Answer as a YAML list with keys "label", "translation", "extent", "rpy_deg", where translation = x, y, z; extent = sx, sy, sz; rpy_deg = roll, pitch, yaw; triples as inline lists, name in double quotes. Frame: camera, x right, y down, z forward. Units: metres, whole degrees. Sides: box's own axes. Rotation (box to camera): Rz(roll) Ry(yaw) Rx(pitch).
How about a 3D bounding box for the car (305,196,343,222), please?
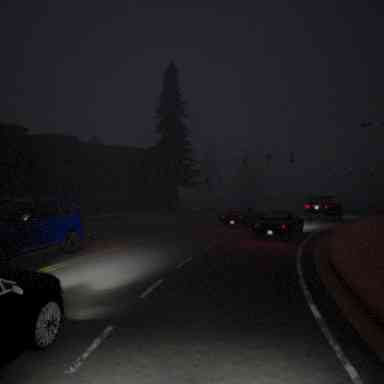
- label: "car"
  translation: [11.171, 1.331, 28.055]
  extent: [2.150, 2.045, 5.566]
  rpy_deg: [0, 0, 34]

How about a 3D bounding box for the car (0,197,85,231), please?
- label: "car"
  translation: [-5.625, 1.189, 10.584]
  extent: [2.150, 2.045, 5.566]
  rpy_deg: [0, 0, 14]

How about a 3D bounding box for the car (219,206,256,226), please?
- label: "car"
  translation: [3.734, 1.650, 23.099]
  extent: [1.895, 1.301, 4.718]
  rpy_deg: [0, 0, 32]

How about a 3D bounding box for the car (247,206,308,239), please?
- label: "car"
  translation: [4.741, 1.653, 17.854]
  extent: [1.895, 1.301, 4.718]
  rpy_deg: [0, 0, 27]

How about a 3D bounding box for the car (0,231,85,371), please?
- label: "car"
  translation: [-3.045, 1.472, 3.328]
  extent: [2.128, 1.511, 4.902]
  rpy_deg: [0, 0, 5]

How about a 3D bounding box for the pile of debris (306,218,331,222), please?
- label: "pile of debris"
  translation: [10.292, 2.277, 26.981]
  extent: [1.500, 0.140, 1.860]
  rpy_deg: [0, 0, 34]
